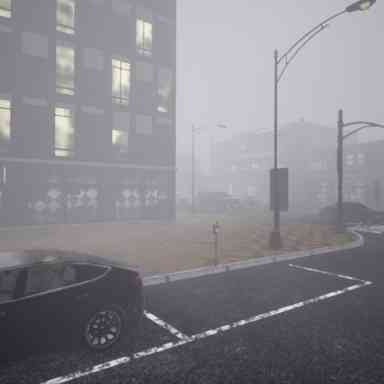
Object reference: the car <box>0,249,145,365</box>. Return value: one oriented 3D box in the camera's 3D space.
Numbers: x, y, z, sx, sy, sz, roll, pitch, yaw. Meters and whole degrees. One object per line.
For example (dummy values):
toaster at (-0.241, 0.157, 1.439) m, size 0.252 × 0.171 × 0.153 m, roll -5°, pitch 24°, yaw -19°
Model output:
car at (-2.738, 1.566, 4.601) m, size 4.313 × 1.339 × 1.947 m, roll 0°, pitch 0°, yaw -36°

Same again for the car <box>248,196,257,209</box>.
car at (5.917, 1.127, 38.672) m, size 1.967 × 1.590 × 4.097 m, roll 1°, pitch 0°, yaw -36°

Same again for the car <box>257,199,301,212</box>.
car at (9.205, 1.337, 34.206) m, size 1.802 × 1.307 × 4.206 m, roll 1°, pitch 0°, yaw -36°

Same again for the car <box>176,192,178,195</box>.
car at (-0.665, 1.098, 47.601) m, size 2.008 × 1.369 × 4.403 m, roll 1°, pitch 0°, yaw -36°

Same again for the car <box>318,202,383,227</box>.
car at (10.587, 1.392, 21.947) m, size 1.812 × 1.442 × 4.674 m, roll 0°, pitch 1°, yaw -32°

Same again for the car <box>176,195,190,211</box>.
car at (-0.832, 1.229, 33.700) m, size 1.802 × 1.307 × 4.206 m, roll 1°, pitch 0°, yaw -36°

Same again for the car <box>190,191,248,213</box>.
car at (2.601, 0.912, 33.399) m, size 2.150 × 2.045 × 5.566 m, roll 0°, pitch 0°, yaw -36°

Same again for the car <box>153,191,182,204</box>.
car at (-3.950, 0.790, 52.065) m, size 2.192 × 1.841 × 5.009 m, roll 1°, pitch 0°, yaw -36°
